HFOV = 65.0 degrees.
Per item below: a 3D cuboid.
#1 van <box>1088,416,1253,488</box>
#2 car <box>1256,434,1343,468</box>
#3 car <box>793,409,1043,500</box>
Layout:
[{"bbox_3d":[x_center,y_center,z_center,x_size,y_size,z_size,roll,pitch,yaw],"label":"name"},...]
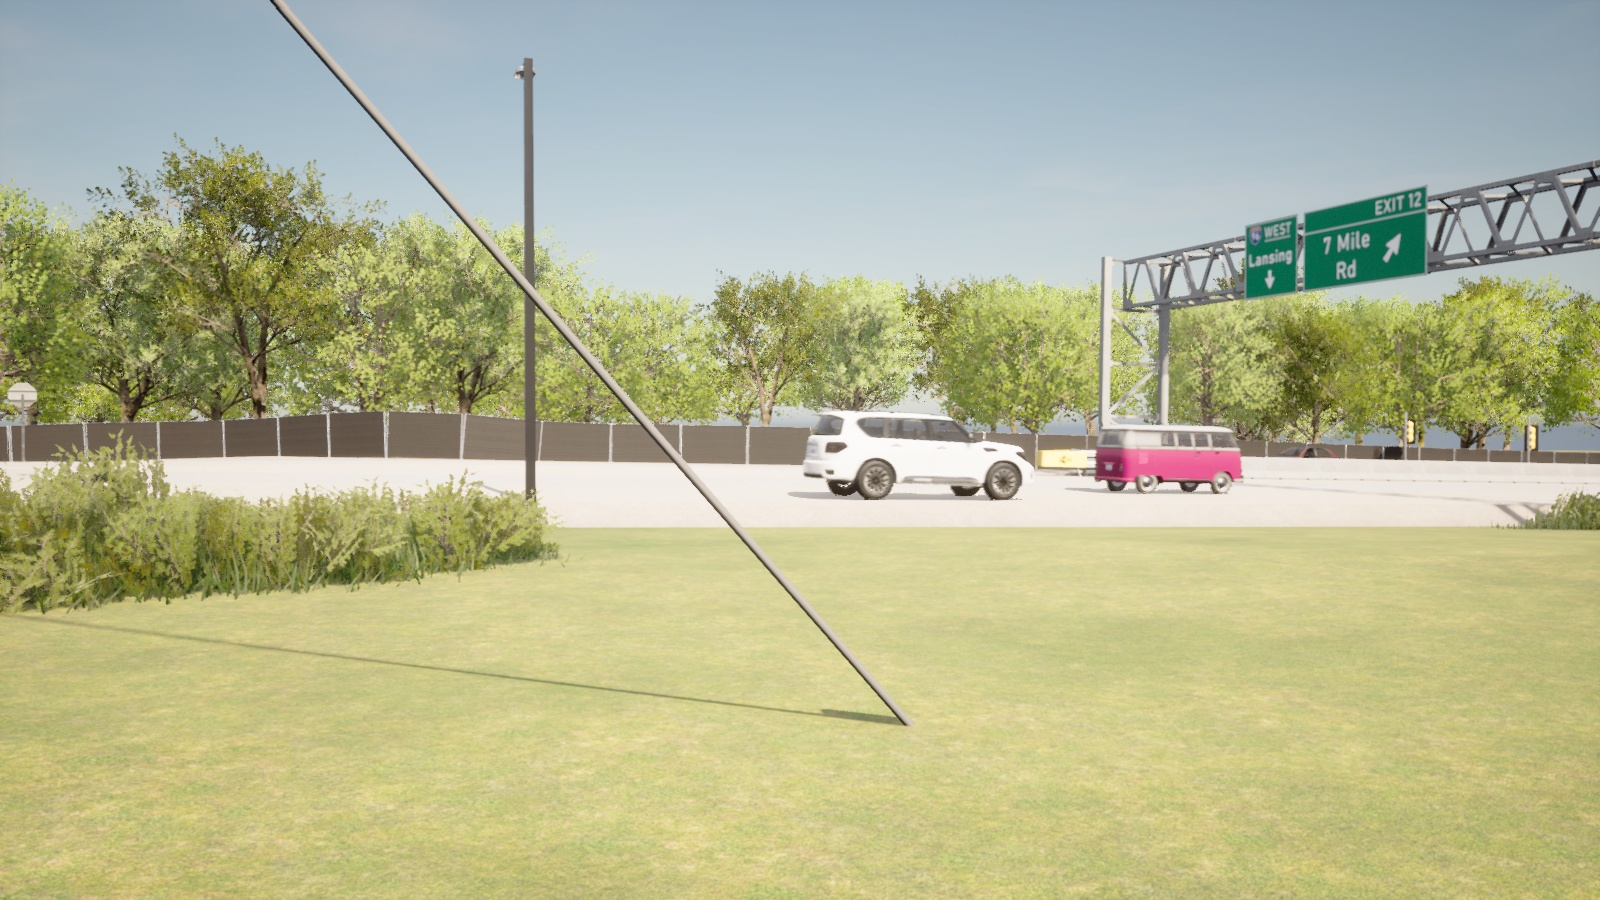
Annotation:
[{"bbox_3d":[10.806,0.039,36.653,4.442,1.987,1.775,0,1,-20],"label":"van"},{"bbox_3d":[24.603,0.040,61.823,3.988,1.617,1.851,0,0,-28],"label":"car"},{"bbox_3d":[2.818,0.075,30.074,5.566,2.045,2.150,0,1,-20],"label":"car"}]
